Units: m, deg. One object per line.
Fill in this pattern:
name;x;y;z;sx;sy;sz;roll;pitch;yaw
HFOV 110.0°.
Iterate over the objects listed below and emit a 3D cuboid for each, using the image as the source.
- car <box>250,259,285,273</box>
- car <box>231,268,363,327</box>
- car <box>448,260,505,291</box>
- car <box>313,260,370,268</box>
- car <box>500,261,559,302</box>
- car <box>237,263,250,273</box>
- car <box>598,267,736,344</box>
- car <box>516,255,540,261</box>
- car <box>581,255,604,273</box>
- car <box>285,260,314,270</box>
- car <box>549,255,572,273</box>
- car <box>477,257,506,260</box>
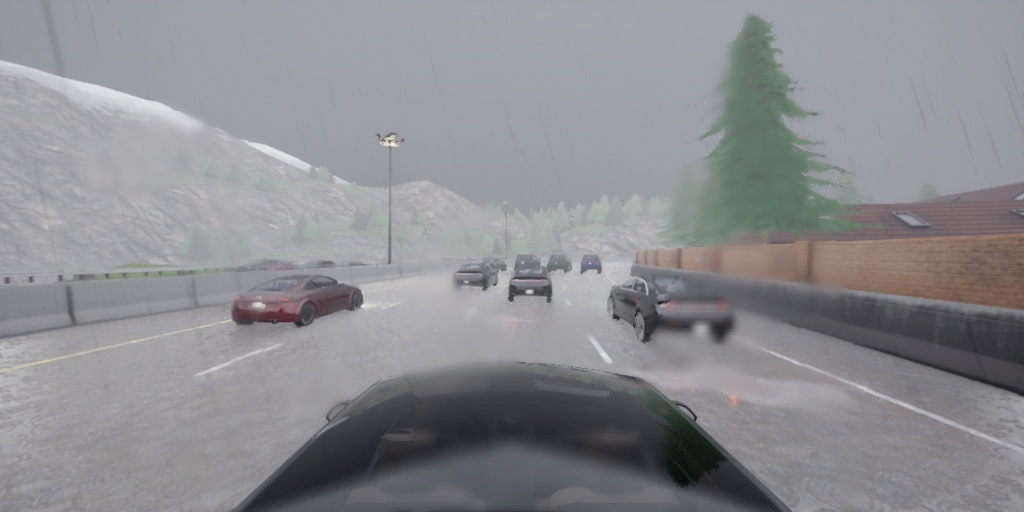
car;-21.486;1.155;33.401;1.994;1.385;4.181;0;0;11
car;-6.492;1.266;11.395;1.994;1.385;4.181;0;0;4
car;-2.032;1.172;21.360;2.128;1.511;4.902;0;0;8
car;-14.677;1.160;31.990;2.033;1.411;5.357;0;0;11
car;0.945;1.195;16.670;2.128;1.511;4.902;0;0;6
car;-24.619;1.080;35.685;1.837;1.490;4.892;0;0;12
car;3.892;1.226;9.557;2.128;1.511;4.902;0;0;3
car;1.896;0.847;41.047;2.150;2.045;5.566;0;0;16
car;9.171;0.866;40.973;2.150;2.045;5.566;0;0;17
car;-17.984;1.105;33.092;1.837;1.490;4.892;0;0;11
car;5.529;0.857;41.016;2.150;2.045;5.566;0;0;17
car;-2.016;0.970;39.655;2.097;1.767;4.553;0;0;14
